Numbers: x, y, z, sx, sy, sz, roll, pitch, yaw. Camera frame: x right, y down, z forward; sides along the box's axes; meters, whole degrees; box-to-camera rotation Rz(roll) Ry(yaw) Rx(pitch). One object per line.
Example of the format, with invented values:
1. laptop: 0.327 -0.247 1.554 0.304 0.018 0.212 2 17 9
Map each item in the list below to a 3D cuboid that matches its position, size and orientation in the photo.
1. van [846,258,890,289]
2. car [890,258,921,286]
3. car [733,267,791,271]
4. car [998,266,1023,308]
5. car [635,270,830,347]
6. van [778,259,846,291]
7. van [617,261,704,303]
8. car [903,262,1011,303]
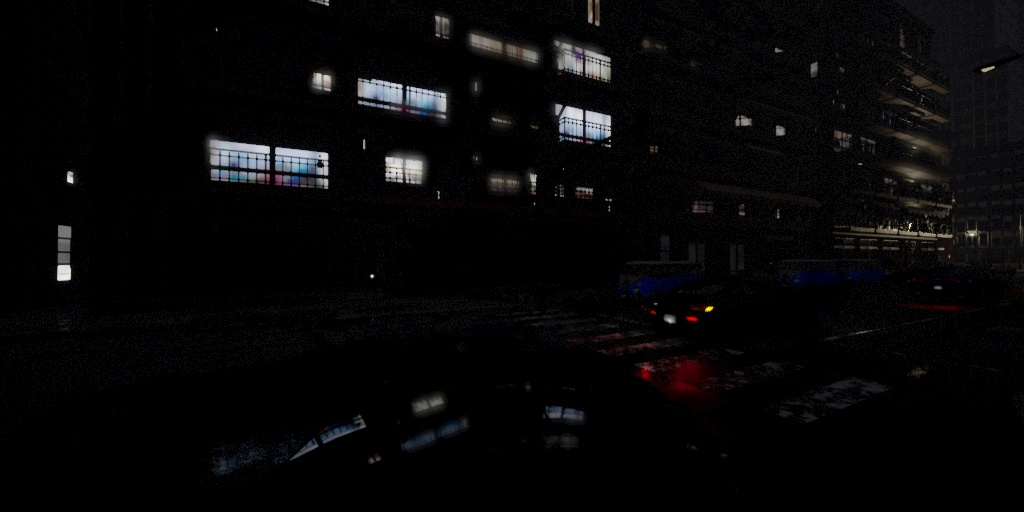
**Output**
1. van: 21.632 1.064 22.597 3.998 1.789 1.690 0 0 -26
2. car: 26.720 1.029 25.033 5.009 1.841 2.192 0 0 -26
3. car: 11.458 1.326 17.725 4.207 1.307 1.802 0 0 -26
4. car: 20.102 1.173 13.128 4.829 1.417 1.751 0 0 -26
5. car: 5.613 1.230 9.040 4.674 1.442 1.812 0 -1 -26
6. van: 16.545 1.074 20.161 3.998 1.789 1.690 0 0 -26
7. van: 6.370 1.095 15.290 3.998 1.789 1.690 0 0 -26
8. car: 19.825 1.160 15.886 5.008 1.535 1.882 0 -1 -26
